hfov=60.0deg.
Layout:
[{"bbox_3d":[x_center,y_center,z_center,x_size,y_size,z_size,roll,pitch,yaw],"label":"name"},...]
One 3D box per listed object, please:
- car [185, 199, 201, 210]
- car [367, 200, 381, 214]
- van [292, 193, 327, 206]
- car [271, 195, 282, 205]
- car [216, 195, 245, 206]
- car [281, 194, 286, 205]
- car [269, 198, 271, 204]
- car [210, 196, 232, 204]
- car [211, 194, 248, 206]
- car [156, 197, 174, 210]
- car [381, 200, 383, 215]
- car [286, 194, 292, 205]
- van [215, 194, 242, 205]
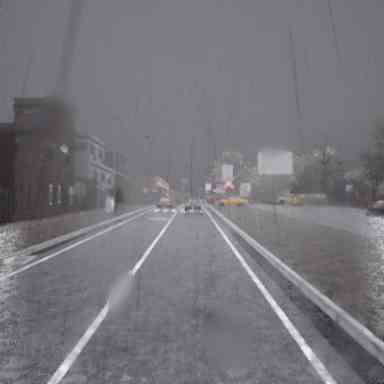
[{"bbox_3d":[0.084,1.492,40.202,1.895,1.301,4.718,0,0,0],"label":"car"},{"bbox_3d":[18.678,1.403,30.676,4.674,1.452,2.002,0,0,0],"label":"car"},{"bbox_3d":[18.419,1.219,51.472,4.442,1.987,1.878,0,-1,0],"label":"van"},{"bbox_3d":[18.415,1.394,62.645,5.566,2.045,2.435,0,-2,-1],"label":"car"},{"bbox_3d":[6.270,1.366,54.936,4.553,1.767,2.185,0,-1,0],"label":"car"},{"bbox_3d":[18.677,1.526,56.925,5.366,1.575,1.946,0,-1,0],"label":"car"},{"bbox_3d":[18.402,1.718,65.430,4.892,1.521,2.231,0,-2,-1],"label":"car"},{"bbox_3d":[6.110,1.717,70.113,4.553,1.767,2.185,0,-2,-1],"label":"car"},{"bbox_3d":[6.078,1.447,52.014,5.366,1.575,1.946,0,-1,0],"label":"car"},{"bbox_3d":[-3.346,1.417,42.059,1.812,1.442,4.674,0,0,0],"label":"car"},{"bbox_3d":[18.749,1.245,27.505,4.553,1.767,2.185,0,0,0],"label":"car"},{"bbox_3d":[18.698,1.482,54.265,5.366,1.575,1.946,0,-1,0],"label":"car"},{"bbox_3d":[6.330,1.322,57.975,4.442,1.987,1.878,0,-1,0],"label":"van"}]
